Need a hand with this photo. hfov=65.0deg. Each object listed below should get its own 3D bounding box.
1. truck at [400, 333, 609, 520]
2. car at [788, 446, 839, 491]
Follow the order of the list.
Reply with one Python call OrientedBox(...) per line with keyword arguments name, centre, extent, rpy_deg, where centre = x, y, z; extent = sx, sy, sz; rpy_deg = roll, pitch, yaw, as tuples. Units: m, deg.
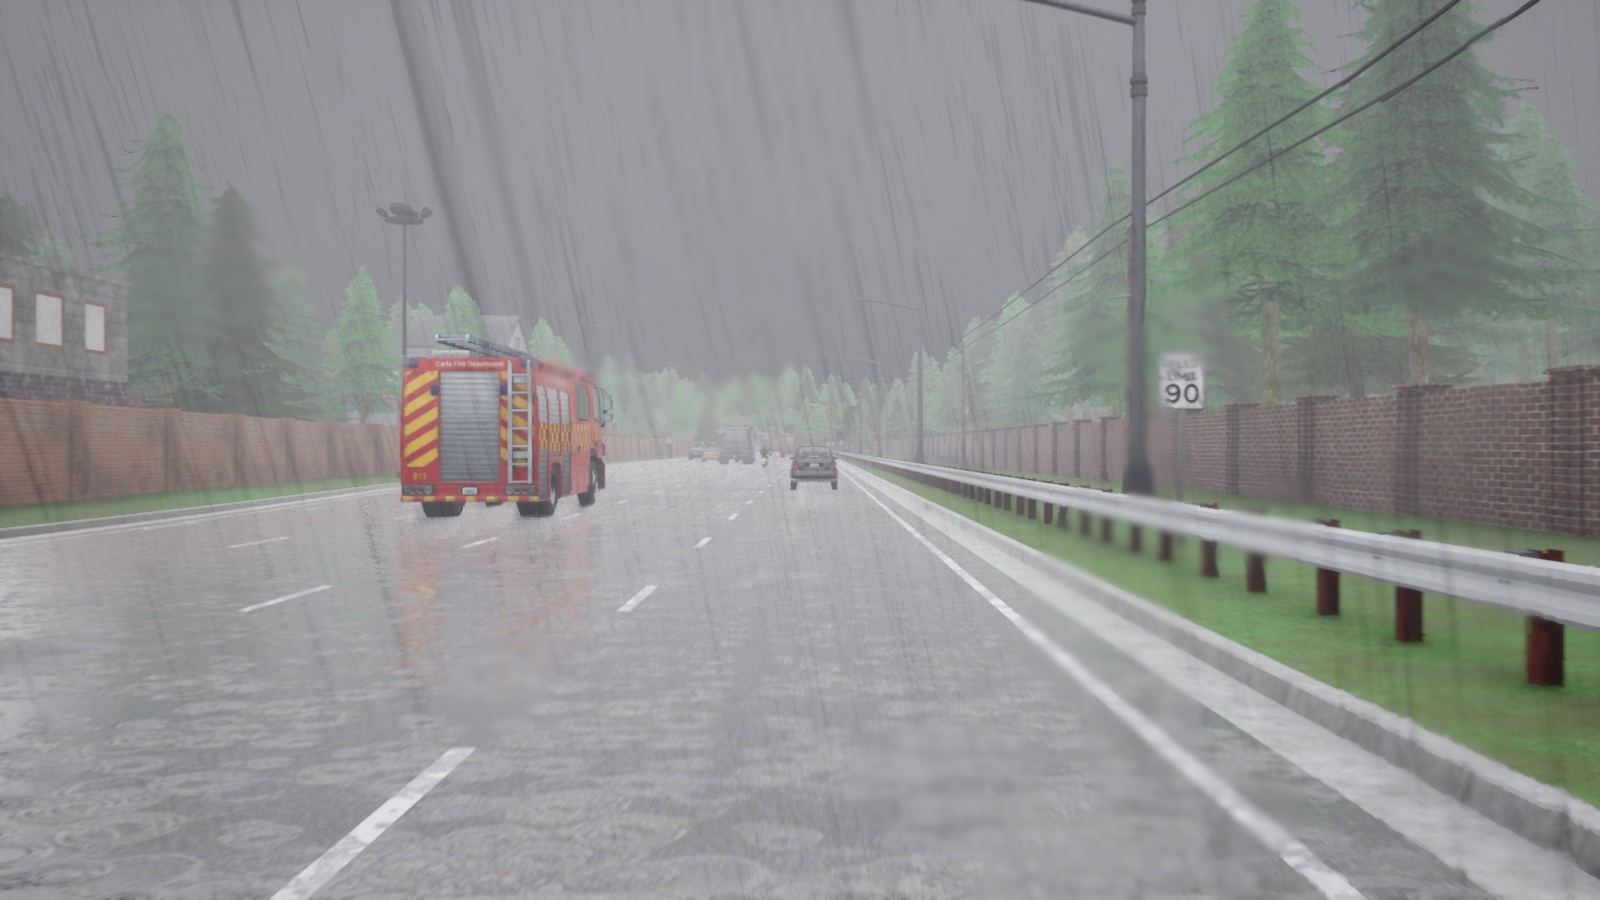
OrientedBox(name="truck", centre=(-6.674, -0.490, 29.823), extent=(2.891, 3.827, 8.468), rpy_deg=(0, 0, 1))
OrientedBox(name="car", centre=(0.489, 0.626, 45.500), extent=(1.789, 1.549, 3.705), rpy_deg=(0, 0, 1))
